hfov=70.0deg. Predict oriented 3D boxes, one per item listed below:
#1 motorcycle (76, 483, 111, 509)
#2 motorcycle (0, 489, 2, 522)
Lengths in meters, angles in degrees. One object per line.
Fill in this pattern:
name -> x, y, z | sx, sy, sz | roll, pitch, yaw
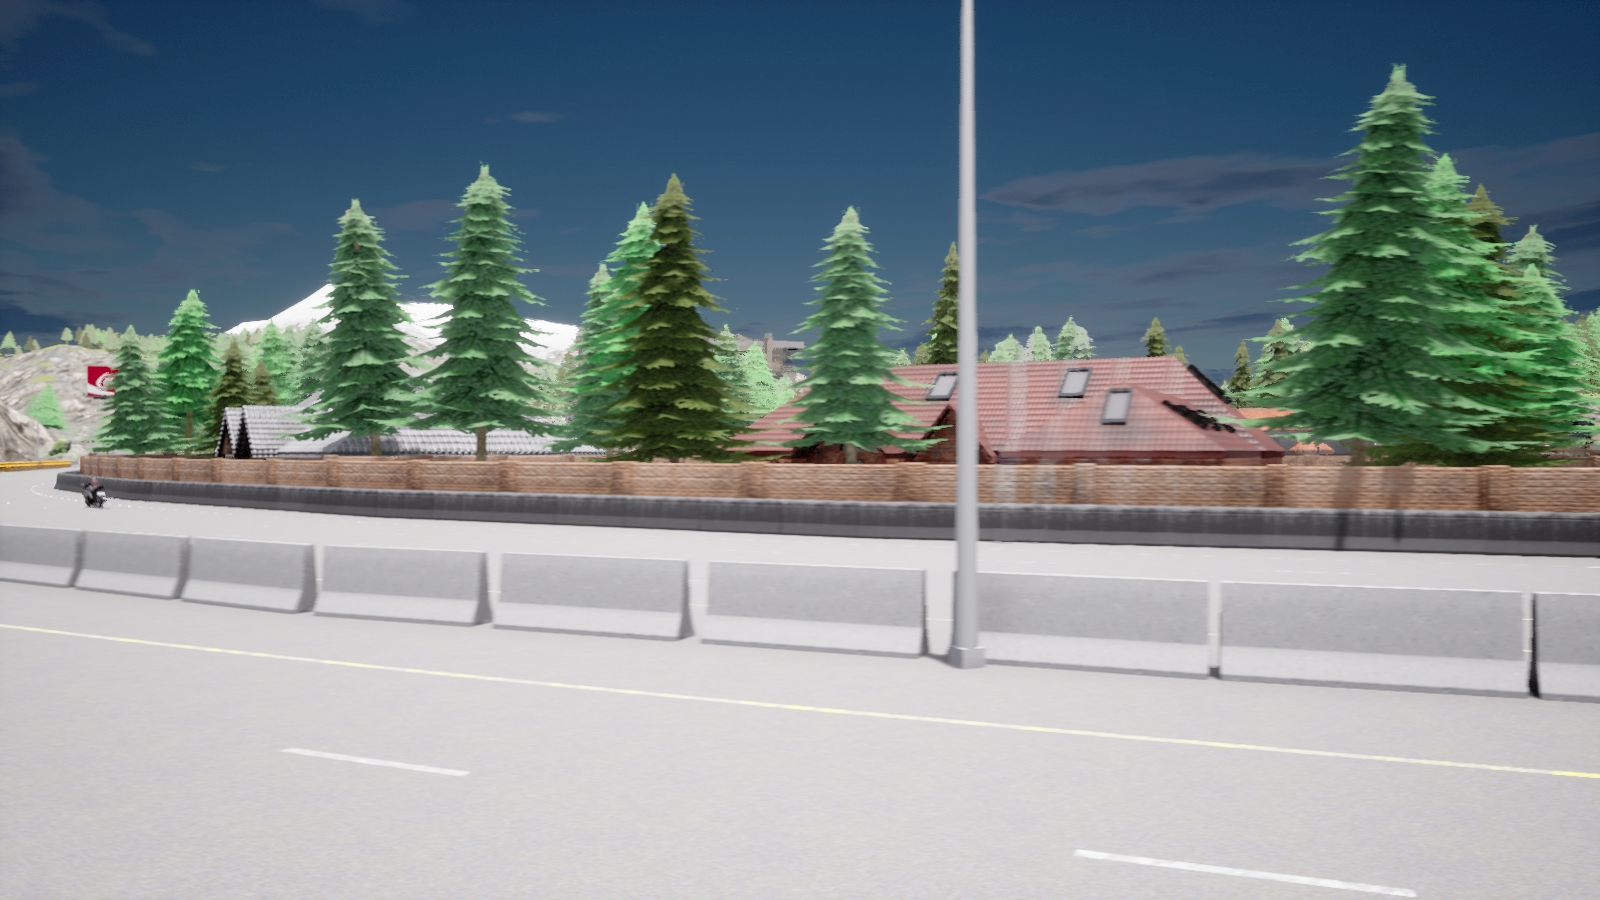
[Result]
motorcycle -> -35.020, 2.274, 56.650 | 2.209, 1.251, 0.867 | 0, -1, 42
motorcycle -> -32.628, 2.199, 45.573 | 2.356, 1.325, 0.764 | 0, 0, 41
